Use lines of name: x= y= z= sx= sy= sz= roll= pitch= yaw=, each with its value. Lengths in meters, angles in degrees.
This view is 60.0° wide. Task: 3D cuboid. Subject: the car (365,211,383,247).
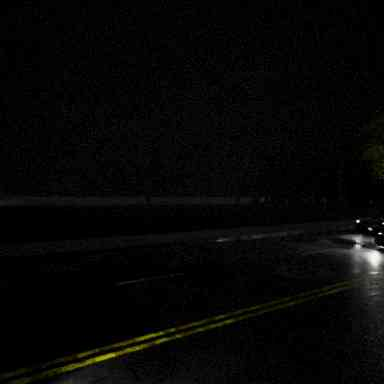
car: x=10.004 y=1.668 z=14.804 sx=4.892 sy=1.490 sz=1.837 roll=1 pitch=0 yaw=-35

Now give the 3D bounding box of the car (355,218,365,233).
car: x=11.896 y=1.809 z=20.144 sx=4.718 sy=1.301 sz=1.895 roll=1 pitch=0 yaw=-35
